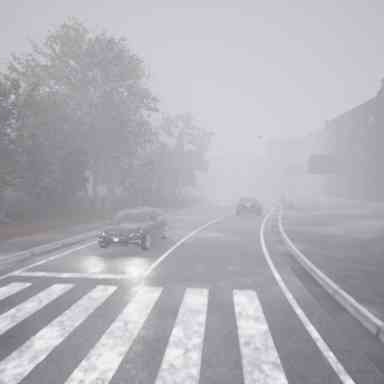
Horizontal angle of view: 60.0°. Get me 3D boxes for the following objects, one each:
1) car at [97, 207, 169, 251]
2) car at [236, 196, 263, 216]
[{"bbox_3d":[-2.267,1.411,13.951,1.837,1.490,4.892,1,0,9],"label":"car"},{"bbox_3d":[5.345,1.155,30.405,2.097,1.767,4.553,1,1,15],"label":"car"}]
